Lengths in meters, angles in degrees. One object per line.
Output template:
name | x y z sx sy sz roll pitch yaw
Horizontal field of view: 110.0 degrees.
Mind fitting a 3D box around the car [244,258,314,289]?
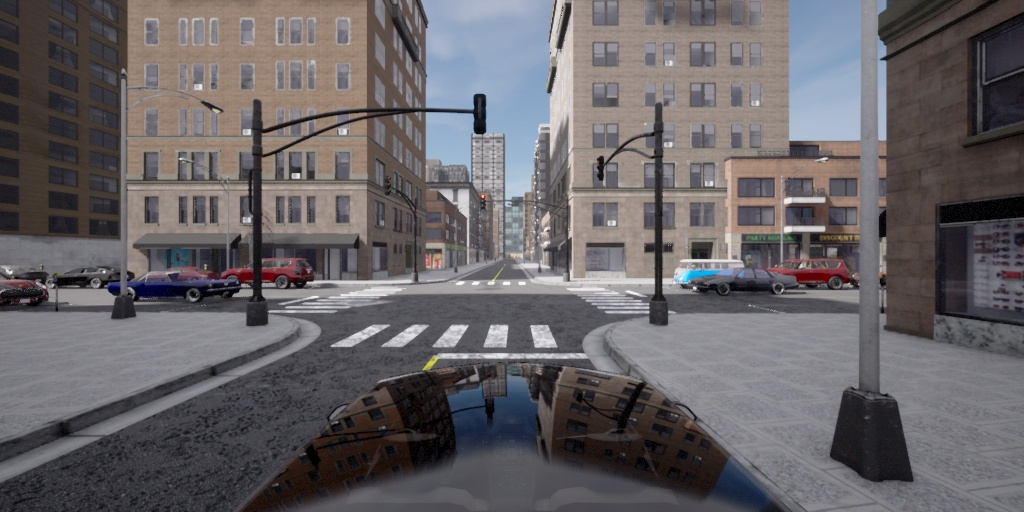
car | -14.909 1.056 22.098 5.009 1.841 2.192 0 0 0

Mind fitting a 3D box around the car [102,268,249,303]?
car | -15.000 1.343 16.155 4.718 1.301 1.895 0 0 3

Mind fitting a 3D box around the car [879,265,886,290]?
car | 22.594 1.277 19.122 4.892 1.490 1.837 0 0 1

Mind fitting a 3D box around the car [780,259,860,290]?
car | 17.634 1.083 21.910 5.009 1.841 2.192 0 0 0

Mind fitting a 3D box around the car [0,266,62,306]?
car | -20.457 1.178 13.604 4.097 1.591 1.967 0 0 0

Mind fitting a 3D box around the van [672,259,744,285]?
van | 12.038 1.104 21.942 3.998 1.789 1.690 0 0 0

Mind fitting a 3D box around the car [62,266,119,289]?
car | -25.956 1.296 22.162 4.313 1.339 1.948 0 0 0

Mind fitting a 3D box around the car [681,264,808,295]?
car | 12.345 1.312 19.239 5.357 1.411 2.033 0 0 -5
